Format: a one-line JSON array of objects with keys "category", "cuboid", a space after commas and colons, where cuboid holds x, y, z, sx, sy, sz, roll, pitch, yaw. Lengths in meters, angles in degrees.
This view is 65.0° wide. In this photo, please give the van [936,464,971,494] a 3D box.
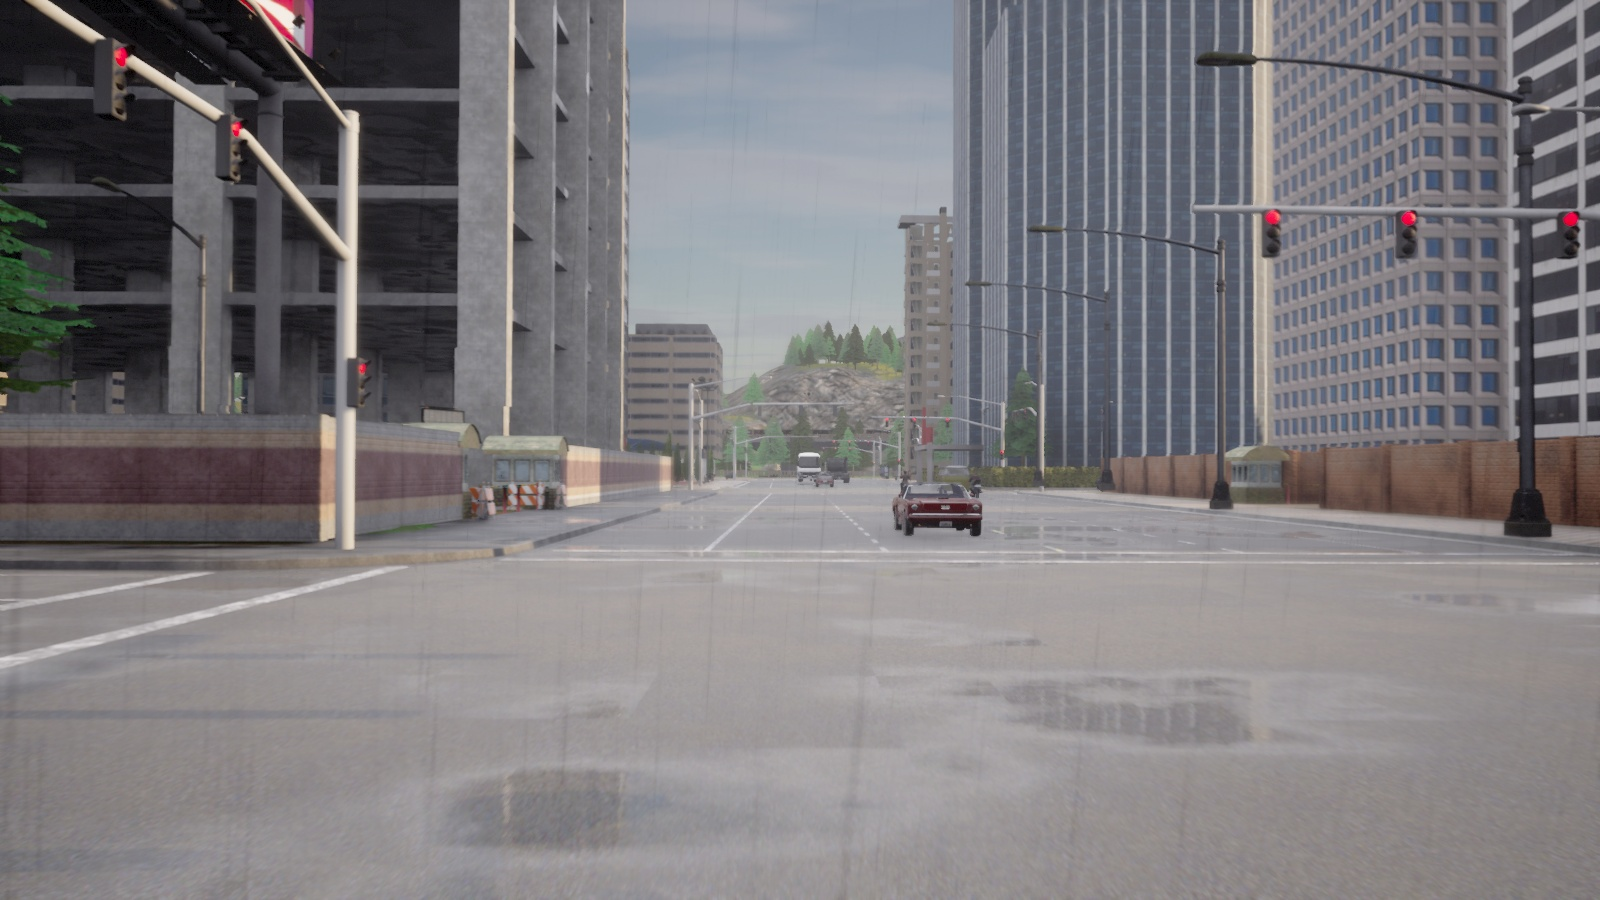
[{"category": "van", "cuboid": [10.290, 1.938, 84.318, 1.775, 1.987, 4.442, 0, -1, 0]}]

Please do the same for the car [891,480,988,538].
[{"category": "car", "cuboid": [3.426, 1.432, 31.701, 1.895, 1.301, 4.718, 0, -1, 0]}]
